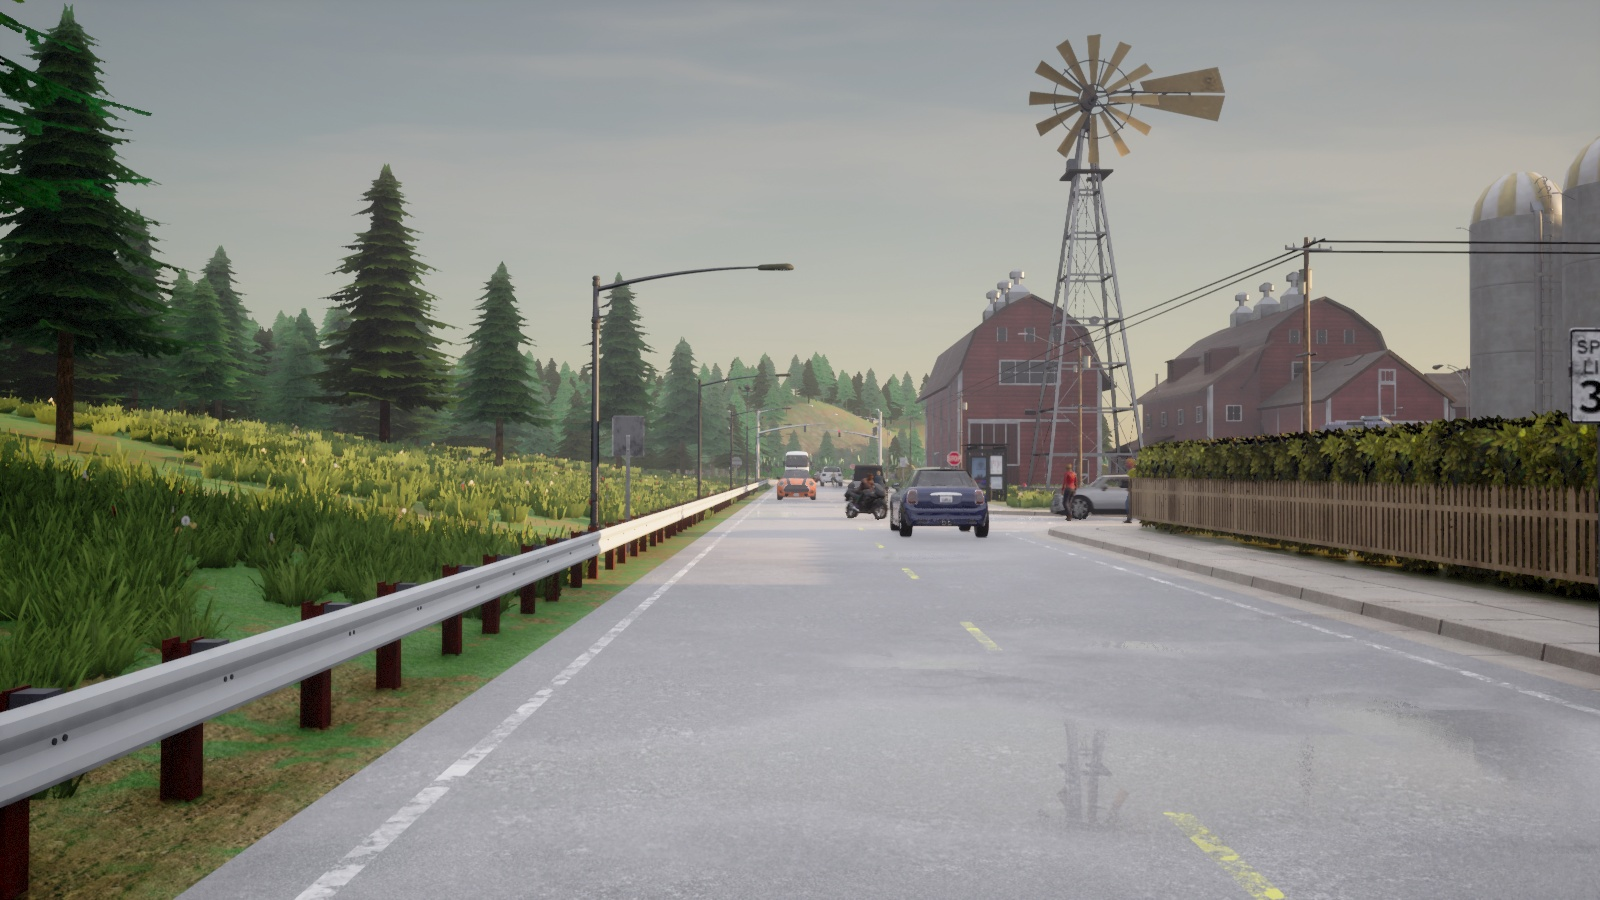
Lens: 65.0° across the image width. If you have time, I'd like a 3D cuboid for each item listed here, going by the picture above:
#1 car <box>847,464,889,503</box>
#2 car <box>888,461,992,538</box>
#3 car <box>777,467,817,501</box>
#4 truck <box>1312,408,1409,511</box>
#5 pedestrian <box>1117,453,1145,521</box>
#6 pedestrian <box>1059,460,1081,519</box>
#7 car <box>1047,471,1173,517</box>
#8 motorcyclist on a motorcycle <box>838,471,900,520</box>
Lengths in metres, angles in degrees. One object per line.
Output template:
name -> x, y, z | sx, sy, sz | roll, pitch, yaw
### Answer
car -> 3.354, 1.647, 62.623 | 1.905, 1.878, 3.866 | 0, -1, 0
car -> 3.426, 1.188, 31.525 | 2.097, 1.767, 4.553 | 0, -1, 0
car -> -0.170, 1.813, 67.999 | 2.097, 1.767, 4.553 | 0, -1, 0
truck -> 22.981, 0.416, 51.206 | 2.891, 3.827, 8.468 | -1, -1, 29
pedestrian -> 9.061, 1.009, 34.355 | 0.706, 1.836, 0.354 | 0, -1, 10
pedestrian -> 8.465, 1.226, 39.385 | 0.331, 1.846, 0.636 | 0, -1, -26
car -> 10.208, 1.436, 41.584 | 3.806, 1.475, 1.970 | 0, -1, 5
motorcyclist on a motorcycle -> 2.202, 1.466, 40.433 | 0.797, 1.523, 2.044 | 3, -3, -39
